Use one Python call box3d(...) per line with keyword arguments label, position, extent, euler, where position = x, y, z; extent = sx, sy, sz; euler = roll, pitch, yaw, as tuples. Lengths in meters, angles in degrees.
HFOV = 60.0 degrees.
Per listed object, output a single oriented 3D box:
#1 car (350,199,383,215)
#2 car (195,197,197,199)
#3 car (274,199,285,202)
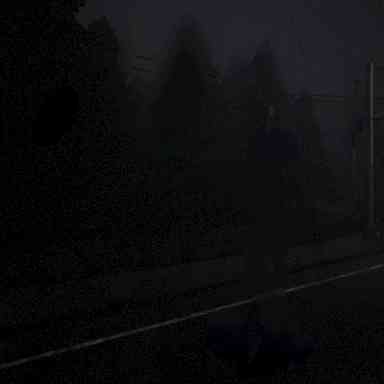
box3d(label="car", position=(17.936, 1.505, 33.493), extent=(1.837, 1.490, 4.892), euler=(0, 0, -5))
box3d(label="car", position=(-0.165, 1.601, 65.211), extent=(4.718, 1.301, 1.895), euler=(0, 0, 27))
box3d(label="car", position=(13.557, 1.489, 46.678), extent=(2.128, 1.511, 4.902), euler=(0, 0, -33))
